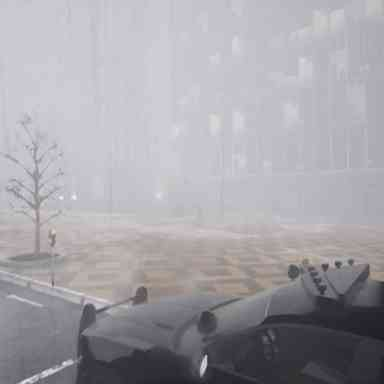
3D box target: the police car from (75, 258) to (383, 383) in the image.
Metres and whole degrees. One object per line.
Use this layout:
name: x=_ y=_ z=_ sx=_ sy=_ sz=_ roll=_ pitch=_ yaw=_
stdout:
police car: x=1.052 y=1.425 z=2.669 sx=5.238 sy=1.638 sz=1.930 roll=0 pitch=0 yaw=35
